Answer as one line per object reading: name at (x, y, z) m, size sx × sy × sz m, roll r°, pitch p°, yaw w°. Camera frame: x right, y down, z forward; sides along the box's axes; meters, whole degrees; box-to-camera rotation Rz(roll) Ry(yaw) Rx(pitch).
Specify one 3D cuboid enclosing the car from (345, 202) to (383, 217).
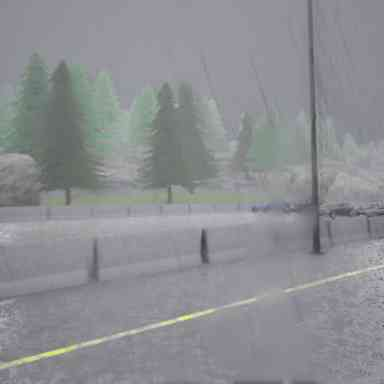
car at (15.052, 1.686, 27.620) m, size 4.181 × 1.385 × 1.994 m, roll 1°, pitch 0°, yaw -35°

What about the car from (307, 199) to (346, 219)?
car at (13.076, 1.627, 30.509) m, size 4.892 × 1.490 × 1.837 m, roll 1°, pitch 0°, yaw -35°

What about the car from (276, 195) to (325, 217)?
car at (11.432, 1.348, 33.638) m, size 5.566 × 2.045 × 2.150 m, roll 1°, pitch 0°, yaw -35°

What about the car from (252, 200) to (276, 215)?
car at (8.610, 1.595, 35.923) m, size 5.008 × 1.535 × 1.882 m, roll 1°, pitch 0°, yaw -35°
